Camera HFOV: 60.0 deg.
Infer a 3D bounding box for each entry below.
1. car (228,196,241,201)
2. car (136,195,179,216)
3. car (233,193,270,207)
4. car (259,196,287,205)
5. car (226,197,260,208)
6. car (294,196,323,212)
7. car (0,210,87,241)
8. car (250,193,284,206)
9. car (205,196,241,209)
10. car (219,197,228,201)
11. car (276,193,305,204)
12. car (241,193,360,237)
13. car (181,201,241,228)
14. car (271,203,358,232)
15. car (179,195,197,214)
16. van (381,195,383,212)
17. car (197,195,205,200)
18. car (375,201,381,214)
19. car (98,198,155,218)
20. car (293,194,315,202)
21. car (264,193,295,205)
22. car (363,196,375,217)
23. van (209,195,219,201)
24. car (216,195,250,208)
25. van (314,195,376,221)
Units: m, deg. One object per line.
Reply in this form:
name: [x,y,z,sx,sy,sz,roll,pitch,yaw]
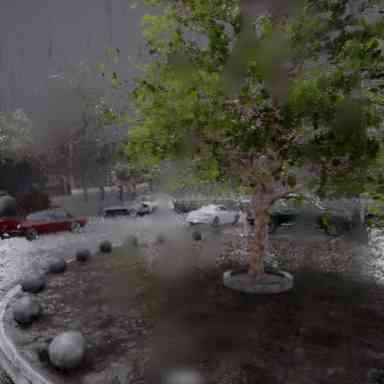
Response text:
car: [6.447,1.521,38.376,1.882,1.535,5.008,0,-1,36]
car: [-4.569,1.305,33.075,5.566,2.045,2.435,-1,0,15]
car: [9.424,1.293,52.801,5.566,2.045,2.435,-1,0,15]
car: [14.710,1.539,60.171,4.892,1.521,2.231,-1,0,15]
car: [7.737,1.575,50.317,4.792,1.488,2.163,-1,-1,15]
car: [14.125,1.375,40.287,2.097,1.767,4.553,0,0,35]
car: [-7.714,1.651,17.262,1.895,1.301,4.718,0,0,22]
car: [12.981,1.288,57.710,5.566,2.045,2.435,-1,-1,15]
car: [4.237,1.423,45.378,4.553,1.767,2.185,-1,0,15]
car: [2.454,1.552,42.940,4.892,1.521,2.231,-1,-1,15]
car: [19.976,1.281,67.578,5.566,2.045,2.435,-1,-1,15]
car: [5.784,1.246,18.301,5.566,2.045,2.435,1,0,15]
car: [1.516,1.557,22.487,1.812,1.442,4.674,0,0,35]
car: [7.440,1.526,20.703,4.792,1.488,2.163,1,1,15]
car: [-2.764,1.303,35.547,5.566,2.045,2.435,-1,-1,15]
van: [14.434,1.268,30.335,4.442,1.987,1.878,1,0,15]
car: [-1.071,1.428,38.022,4.553,1.767,2.185,-1,-1,15]
car: [10.867,1.243,25.538,5.566,2.045,2.435,1,1,15]
car: [-6.314,1.586,30.606,4.792,1.488,2.163,-1,0,15]
car: [25.167,1.401,74.987,4.553,1.767,2.185,-1,-1,15]
car: [16.419,1.285,62.662,5.566,2.045,2.435,-1,0,15]
car: [9.153,1.244,23.126,5.566,2.045,2.435,1,1,15]
van: [0.593,1.328,40.499,4.442,1.987,1.878,-1,0,15]
car: [5.984,1.422,47.853,4.553,1.767,2.185,-1,0,15]
van: [12.720,1.269,27.923,4.442,1.987,1.878,1,0,15]
